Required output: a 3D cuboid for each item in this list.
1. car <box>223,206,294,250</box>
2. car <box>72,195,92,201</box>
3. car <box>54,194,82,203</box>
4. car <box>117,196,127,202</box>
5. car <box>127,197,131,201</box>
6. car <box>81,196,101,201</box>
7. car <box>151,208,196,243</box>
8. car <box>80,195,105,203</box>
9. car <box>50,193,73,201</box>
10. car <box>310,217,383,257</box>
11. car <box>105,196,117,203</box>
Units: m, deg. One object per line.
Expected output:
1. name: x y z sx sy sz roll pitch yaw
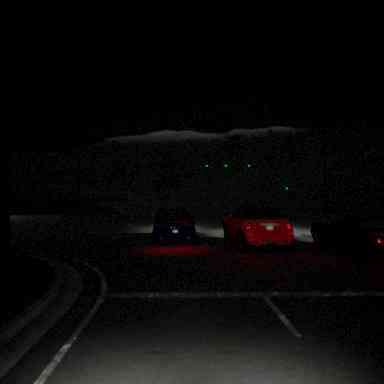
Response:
1. car: 2.722 1.372 14.644 2.097 1.767 4.553 0 0 -6
2. car: -27.673 1.564 83.663 4.892 1.490 1.837 0 0 21
3. car: -26.272 1.657 71.268 5.357 1.411 2.033 0 0 28
4. car: -18.578 1.650 78.791 4.902 1.511 2.128 0 0 32
5. car: -17.380 1.724 82.203 4.718 1.301 1.895 0 0 32
6. car: -26.333 1.656 86.895 4.718 1.301 1.895 0 0 21
7. car: -0.967 1.502 16.395 1.882 1.535 5.008 0 0 -6
8. car: -21.714 1.712 72.476 4.718 1.301 1.895 0 0 35
9. car: -30.767 1.429 77.362 4.553 1.767 2.097 0 0 18
10. car: 6.425 1.617 12.962 1.895 1.301 4.718 0 0 -5
11. car: -20.108 1.599 75.617 5.008 1.535 1.882 0 0 32
